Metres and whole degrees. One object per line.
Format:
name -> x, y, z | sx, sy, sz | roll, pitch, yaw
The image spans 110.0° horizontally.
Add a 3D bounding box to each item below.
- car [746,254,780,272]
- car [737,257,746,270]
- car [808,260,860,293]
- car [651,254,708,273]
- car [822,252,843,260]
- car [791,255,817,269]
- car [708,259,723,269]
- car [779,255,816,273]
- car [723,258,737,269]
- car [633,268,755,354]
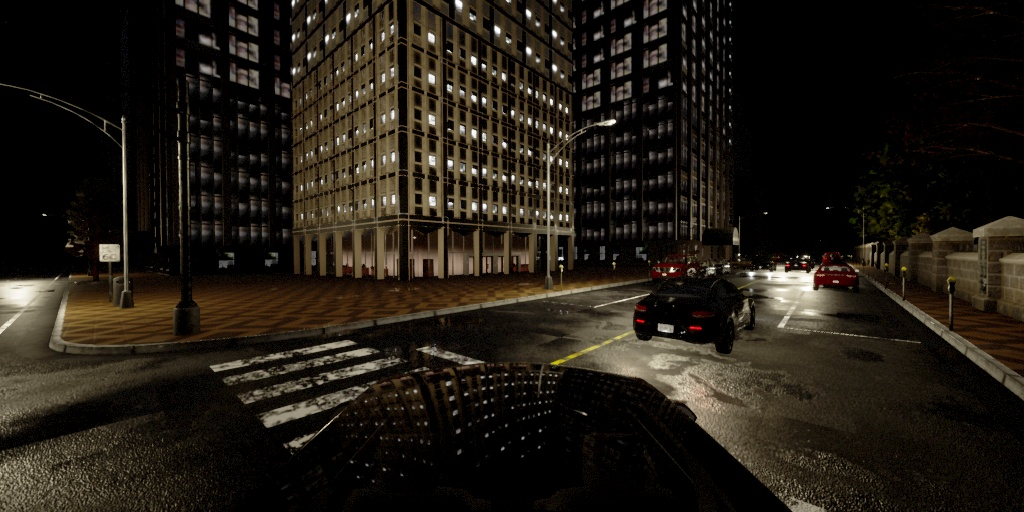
car -> 25.810, 0.815, 36.776 | 1.837, 1.490, 4.892 | 0, 1, 42
car -> 25.685, 0.795, 40.504 | 1.751, 1.417, 4.829 | 0, 0, 42
car -> 17.008, 1.077, 18.868 | 1.888, 1.381, 4.507 | 0, 0, 42
car -> 11.116, 0.813, 24.101 | 2.192, 1.841, 5.009 | 0, 0, 42
car -> 42.702, 0.441, 47.795 | 2.192, 1.841, 5.009 | 0, 0, 42
car -> 34.450, 0.709, 42.301 | 2.128, 1.511, 4.902 | 0, 1, 42
car -> 14.787, 0.993, 28.233 | 2.007, 1.370, 4.403 | 0, 0, 42
car -> 27.388, 0.878, 34.307 | 2.033, 1.411, 5.357 | 0, 1, 42
car -> 18.458, 0.936, 32.366 | 2.007, 1.370, 4.403 | 0, 0, 42
car -> 4.492, 1.205, 8.634 | 1.812, 1.442, 4.674 | 0, 1, 42
